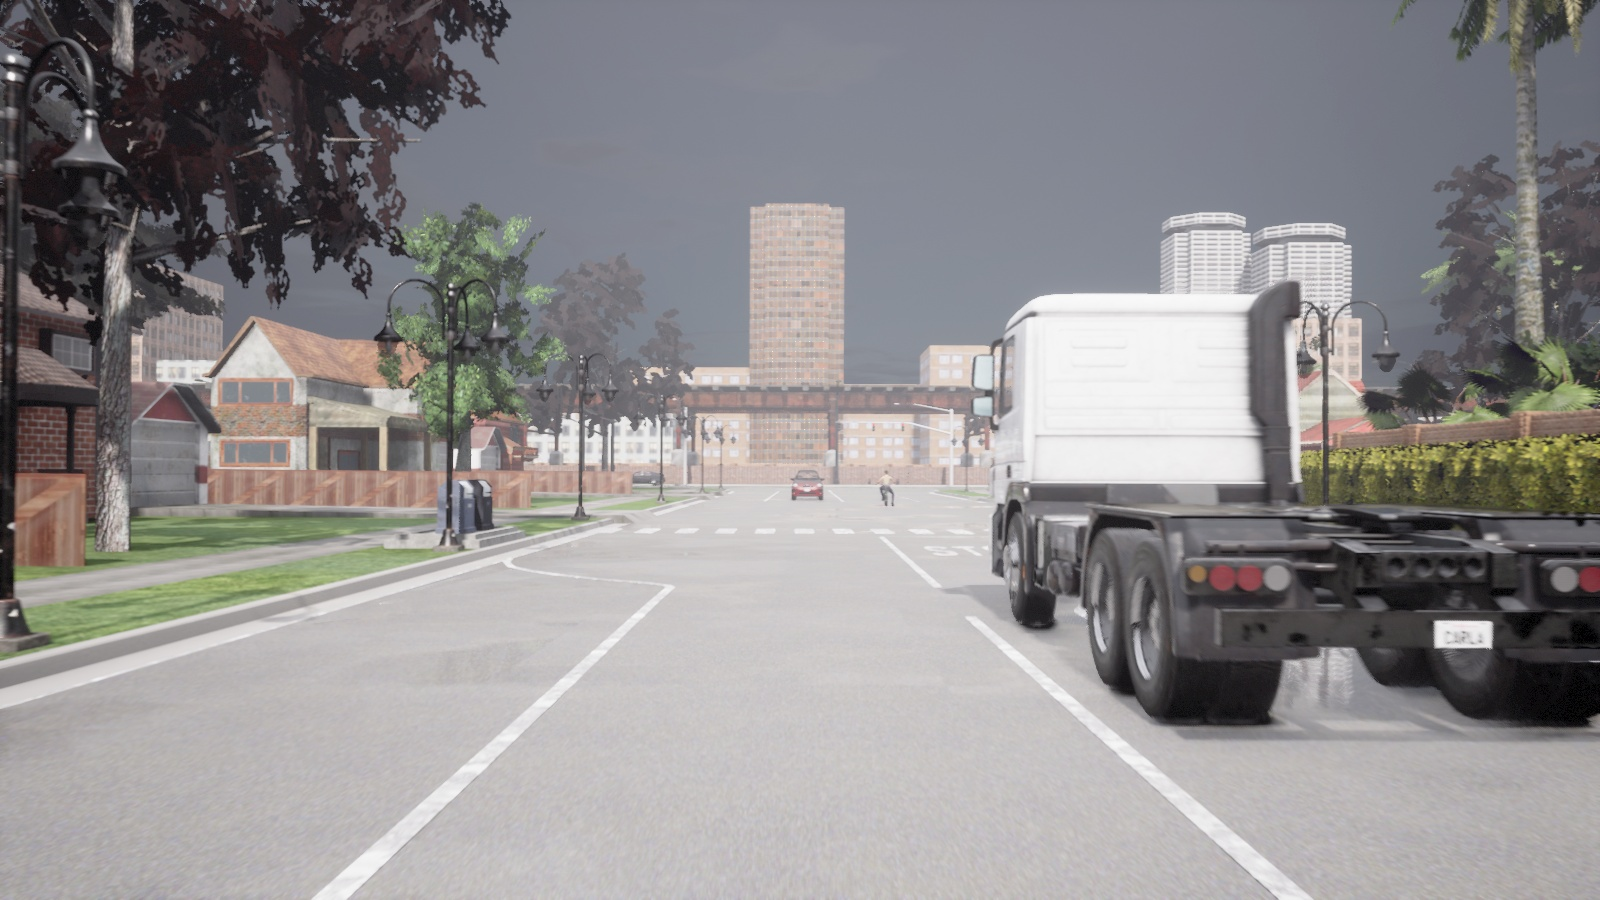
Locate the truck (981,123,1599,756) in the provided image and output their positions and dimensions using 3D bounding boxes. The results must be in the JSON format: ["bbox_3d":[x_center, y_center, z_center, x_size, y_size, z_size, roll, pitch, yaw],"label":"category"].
[{"bbox_3d":[3.573,0.000,10.851,2.891,3.462,7.936,0,-1,0],"label":"truck"}]

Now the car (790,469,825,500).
[{"bbox_3d":[0.395,1.859,68.472,1.851,1.617,3.988,0,-1,0],"label":"car"}]
